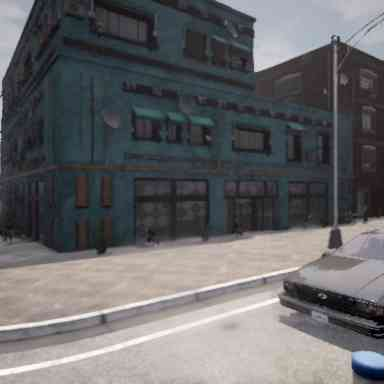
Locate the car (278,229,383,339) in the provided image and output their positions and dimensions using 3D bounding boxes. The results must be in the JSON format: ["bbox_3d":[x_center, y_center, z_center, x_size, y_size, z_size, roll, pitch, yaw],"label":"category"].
[{"bbox_3d":[4.113,1.483,6.588,5.357,1.411,2.033,-1,0,-35],"label":"car"}]
